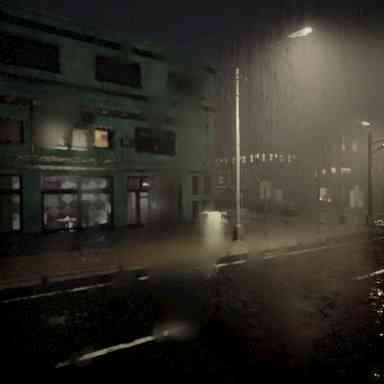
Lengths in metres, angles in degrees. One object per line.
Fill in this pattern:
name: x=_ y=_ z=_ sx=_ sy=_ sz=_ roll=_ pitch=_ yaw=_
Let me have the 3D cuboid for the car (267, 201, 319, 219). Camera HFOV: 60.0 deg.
car: x=9.585 y=1.788 z=30.915 sx=1.947 sy=1.339 sz=4.313 roll=-2 pitch=0 yaw=-35

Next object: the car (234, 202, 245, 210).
car: x=8.470 y=1.869 z=47.153 sx=1.802 sy=1.307 sz=4.206 roll=-2 pitch=0 yaw=-35

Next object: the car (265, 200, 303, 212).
car: x=11.677 y=1.775 z=42.642 sx=2.008 sy=1.369 sz=4.403 roll=-2 pitch=0 yaw=-35

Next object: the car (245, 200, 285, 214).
car: x=8.792 y=1.799 z=36.721 sx=2.033 sy=1.411 sz=5.357 roll=-1 pitch=0 yaw=-35

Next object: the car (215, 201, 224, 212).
car: x=1.638 y=1.819 z=42.293 sx=1.967 sy=1.590 sz=4.097 roll=-2 pitch=0 yaw=-35

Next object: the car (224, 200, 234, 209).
car: x=5.263 y=1.931 z=51.663 sx=1.802 sy=1.307 sz=4.206 roll=-2 pitch=0 yaw=-35
